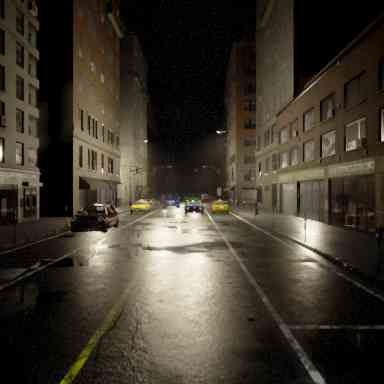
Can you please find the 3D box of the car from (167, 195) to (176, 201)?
[{"bbox_3d":[-5.298,1.517,84.814,1.967,1.590,4.097,0,0,0],"label":"car"}]

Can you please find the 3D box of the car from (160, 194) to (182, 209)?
[{"bbox_3d":[-2.805,1.256,46.175,2.150,2.045,5.566,0,0,0],"label":"car"}]

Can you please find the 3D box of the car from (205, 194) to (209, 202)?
[{"bbox_3d":[3.155,1.601,68.272,1.887,1.381,4.507,0,0,0],"label":"car"}]

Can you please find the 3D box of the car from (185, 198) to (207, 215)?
[{"bbox_3d":[0.231,1.621,34.040,1.895,1.301,4.718,0,0,0],"label":"car"}]

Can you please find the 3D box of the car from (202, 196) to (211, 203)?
[{"bbox_3d":[3.180,1.629,73.774,1.947,1.339,4.313,0,0,0],"label":"car"}]

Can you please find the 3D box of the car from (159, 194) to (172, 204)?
[{"bbox_3d":[-5.371,1.371,68.311,2.192,1.841,5.009,0,0,0],"label":"car"}]

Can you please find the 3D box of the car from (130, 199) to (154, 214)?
[{"bbox_3d":[-5.513,1.547,35.842,1.752,1.417,4.829,0,0,0],"label":"car"}]

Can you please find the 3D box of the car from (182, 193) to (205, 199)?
[{"bbox_3d":[0.192,1.250,43.981,2.150,2.045,5.566,0,0,0],"label":"car"}]

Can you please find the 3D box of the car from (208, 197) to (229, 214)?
[{"bbox_3d":[3.014,1.547,36.143,1.752,1.417,4.829,0,0,0],"label":"car"}]

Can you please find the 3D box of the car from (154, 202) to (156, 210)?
[{"bbox_3d":[-5.488,1.577,41.537,2.008,1.369,4.403,0,0,0],"label":"car"}]

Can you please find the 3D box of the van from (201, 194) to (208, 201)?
[{"bbox_3d":[3.228,1.418,84.777,1.690,1.788,3.998,0,0,0],"label":"van"}]

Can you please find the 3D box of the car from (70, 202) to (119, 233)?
[{"bbox_3d":[-5.586,1.450,19.435,1.967,1.590,4.097,0,0,0],"label":"car"}]
